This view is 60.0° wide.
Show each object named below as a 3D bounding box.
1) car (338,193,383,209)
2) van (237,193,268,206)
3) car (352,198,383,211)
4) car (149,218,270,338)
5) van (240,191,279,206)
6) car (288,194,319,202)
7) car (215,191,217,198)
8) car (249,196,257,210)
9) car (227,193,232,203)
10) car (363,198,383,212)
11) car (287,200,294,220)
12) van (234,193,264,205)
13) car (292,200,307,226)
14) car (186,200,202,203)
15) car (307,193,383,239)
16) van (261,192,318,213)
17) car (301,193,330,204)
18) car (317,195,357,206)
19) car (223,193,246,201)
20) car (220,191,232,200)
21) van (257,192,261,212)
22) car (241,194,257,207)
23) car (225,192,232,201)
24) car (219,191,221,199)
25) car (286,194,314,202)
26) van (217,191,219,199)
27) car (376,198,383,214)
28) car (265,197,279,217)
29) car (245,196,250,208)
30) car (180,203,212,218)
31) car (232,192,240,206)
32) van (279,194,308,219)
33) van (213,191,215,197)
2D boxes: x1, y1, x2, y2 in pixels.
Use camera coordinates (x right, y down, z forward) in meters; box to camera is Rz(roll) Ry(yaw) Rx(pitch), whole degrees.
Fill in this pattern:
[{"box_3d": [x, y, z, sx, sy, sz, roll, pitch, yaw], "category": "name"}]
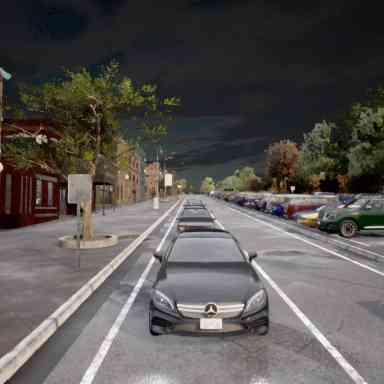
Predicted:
[{"box_3d": [22.155, 1.153, 42.983, 5.566, 2.045, 2.435, 0, 0, 0], "category": "car"}, {"box_3d": [9.167, 1.114, 50.685, 4.442, 1.987, 1.878, 0, 1, 0], "category": "van"}, {"box_3d": [22.231, 1.452, 40.211, 4.792, 1.488, 2.163, 0, 0, 0], "category": "car"}, {"box_3d": [0.254, 1.524, 6.834, 1.812, 1.442, 4.674, 0, 0, 0], "category": "car"}, {"box_3d": [9.205, 1.163, 45.081, 4.442, 1.987, 1.878, 0, 0, 0], "category": "van"}, {"box_3d": [21.844, 1.209, 65.190, 5.366, 1.575, 1.946, 0, 0, 0], "category": "car"}, {"box_3d": [8.831, 1.065, 81.521, 5.008, 1.535, 2.097, 0, 1, 0], "category": "car"}, {"box_3d": [9.176, 1.470, 36.664, 4.792, 1.488, 2.163, 0, 0, 0], "category": "car"}, {"box_3d": [9.005, 1.291, 56.293, 4.892, 1.521, 2.231, 0, 1, 0], "category": "car"}, {"box_3d": [22.192, 1.469, 37.427, 4.792, 1.488, 2.163, 0, 0, 0], "category": "car"}, {"box_3d": [9.247, 1.506, 22.645, 4.674, 1.452, 2.002, 0, 0, 0], "category": "car"}, {"box_3d": [9.147, 1.089, 53.489, 4.442, 1.987, 1.878, 0, 1, 0], "category": "van"}, {"box_3d": [9.078, 1.466, 19.841, 5.366, 1.575, 1.946, 0, 0, 0], "category": "car"}, {"box_3d": [0.225, 1.442, 29.861, 2.128, 1.511, 4.902, 0, 0, 0], "category": "car"}, {"box_3d": [9.255, 1.221, 17.038, 5.566, 2.045, 2.435, 0, 0, 0], "category": "car"}, {"box_3d": [9.069, 1.230, 31.058, 4.442, 1.987, 1.878, 0, 0, 0], "category": "van"}, {"box_3d": [22.099, 1.136, 59.640, 4.553, 1.767, 2.185, 0, 1, 0], "category": "car"}, {"box_3d": [22.312, 1.333, 51.314, 5.366, 1.575, 1.946, 0, 1, 0], "category": "car"}, {"box_3d": [8.883, 1.039, 70.307, 4.553, 1.767, 2.185, 0, 1, 0], "category": "car"}, {"box_3d": [8.924, 0.963, 64.700, 5.566, 2.045, 2.435, 0, 1, 0], "category": "car"}, {"box_3d": [9.283, 1.222, 33.861, 4.442, 1.987, 1.878, 0, 0, 0], "category": "van"}, {"box_3d": [9.115, 1.409, 42.274, 4.892, 1.521, 2.231, 0, 0, 0], "category": "car"}, {"box_3d": [8.970, 1.280, 61.899, 4.674, 1.452, 2.002, 0, 1, 0], "category": "car"}, {"box_3d": [8.905, 0.938, 67.503, 5.566, 2.045, 2.435, 0, 1, 0], "category": "car"}, {"box_3d": [22.016, 1.188, 67.967, 4.892, 1.521, 2.231, 0, 1, 0], "category": "car"}, {"box_3d": [8.739, 0.864, 78.715, 4.442, 1.987, 1.878, 0, 1, 0], "category": "van"}, {"box_3d": [22.426, 1.444, 34.657, 5.366, 1.575, 1.946, 0, 0, 0], "category": "car"}, {"box_3d": [9.200, 1.460, 28.252, 5.008, 1.535, 2.097, 0, 0, 0], "category": "car"}, {"box_3d": [9.125, 1.466, 39.472, 4.674, 1.452, 2.002, 0, 0, 0], "category": "car"}, {"box_3d": [0.196, 1.532, 17.413, 2.033, 1.411, 5.357, 0, 0, 0], "category": "car"}, {"box_3d": [9.041, 1.113, 47.880, 5.566, 2.045, 2.435, 0, 1, 0], "category": "car"}, {"box_3d": [9.342, 1.237, 25.449, 4.442, 1.987, 1.878, 0, 0, 0], "category": "van"}, {"box_3d": [8.662, 0.764, 89.927, 4.442, 1.987, 1.878, 0, 1, 0], "category": "van"}]
